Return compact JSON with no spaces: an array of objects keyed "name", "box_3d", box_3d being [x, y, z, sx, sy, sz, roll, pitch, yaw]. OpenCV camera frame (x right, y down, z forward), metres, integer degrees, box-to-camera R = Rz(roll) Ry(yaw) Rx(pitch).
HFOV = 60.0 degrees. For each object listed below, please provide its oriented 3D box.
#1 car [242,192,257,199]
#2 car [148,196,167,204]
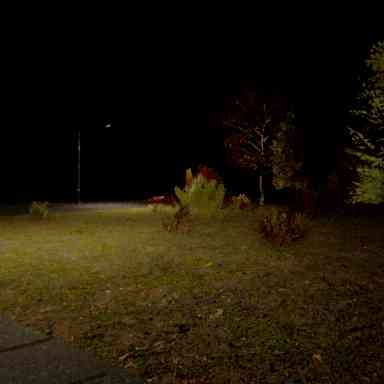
[{"name":"car","box_3d":[11.628,0.816,68.707,2.128,1.511,4.902,2,2,38]},{"name":"car","box_3d":[-4.226,1.173,49.661,1.895,1.301,4.718,2,2,40]}]
